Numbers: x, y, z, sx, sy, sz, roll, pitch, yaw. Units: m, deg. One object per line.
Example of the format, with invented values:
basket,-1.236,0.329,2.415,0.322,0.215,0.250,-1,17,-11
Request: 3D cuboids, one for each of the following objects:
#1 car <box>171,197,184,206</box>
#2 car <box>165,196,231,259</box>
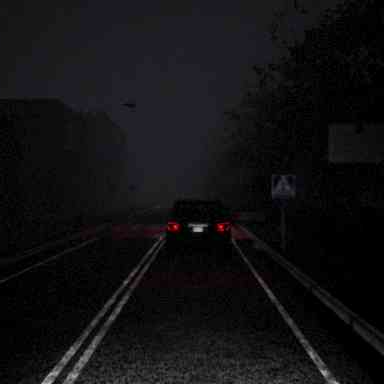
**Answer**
car,-2.334,1.510,54.740,1.837,1.490,4.892,0,-1,2
car,0.255,1.217,12.782,2.150,2.045,5.566,0,0,1
